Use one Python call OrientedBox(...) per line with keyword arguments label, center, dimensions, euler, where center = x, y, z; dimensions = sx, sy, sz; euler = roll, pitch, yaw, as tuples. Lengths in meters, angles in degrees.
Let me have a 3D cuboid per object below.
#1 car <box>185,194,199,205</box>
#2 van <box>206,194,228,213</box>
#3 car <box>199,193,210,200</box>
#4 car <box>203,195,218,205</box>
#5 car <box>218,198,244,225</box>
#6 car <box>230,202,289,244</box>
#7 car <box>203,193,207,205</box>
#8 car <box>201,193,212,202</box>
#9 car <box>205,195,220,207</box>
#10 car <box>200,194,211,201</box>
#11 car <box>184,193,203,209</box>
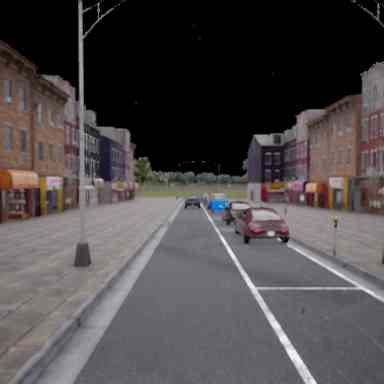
OrientedBox(label="car", center=(0.032, 1.062, 50.445), dimensions=(2.128, 1.511, 4.902), euler=(0, 1, 1))
OrientedBox(label="van", center=(2.621, 1.062, 32.492), dimensions=(1.690, 1.788, 3.998), euler=(-1, 0, 0))
OrientedBox(label="car", center=(2.630, 0.948, 71.220), dimensions=(2.008, 1.369, 4.403), euler=(-1, 0, 0))
OrientedBox(label="car", center=(2.627, 1.147, 49.091), dimensions=(1.947, 1.339, 4.313), euler=(-1, 0, 0))
OrientedBox(label="car", center=(3.026, 1.336, 22.037), dimensions=(1.812, 1.442, 4.674), euler=(0, 0, 0))
OrientedBox(label="car", center=(3.026, 1.396, 15.036), dimensions=(1.812, 1.442, 4.674), euler=(0, 0, 0))
OrientedBox(label="car", center=(2.624, 1.115, 38.026), dimensions=(1.967, 1.590, 4.097), euler=(-1, 0, 0))
OrientedBox(label="car", center=(2.628, 1.013, 60.325), dimensions=(1.752, 1.417, 4.829), euler=(-1, 0, 0))
OrientedBox(label="car", center=(2.626, 1.152, 43.729), dimensions=(1.752, 1.417, 4.829), euler=(-1, 0, 0))
OrientedBox(label="car", center=(2.630, 1.025, 65.688), dimensions=(1.802, 1.307, 4.206), euler=(-1, 0, 0))
OrientedBox(label="car", center=(0.079, 1.164, 39.733), dimensions=(1.837, 1.490, 4.892), euler=(0, 0, 0))
